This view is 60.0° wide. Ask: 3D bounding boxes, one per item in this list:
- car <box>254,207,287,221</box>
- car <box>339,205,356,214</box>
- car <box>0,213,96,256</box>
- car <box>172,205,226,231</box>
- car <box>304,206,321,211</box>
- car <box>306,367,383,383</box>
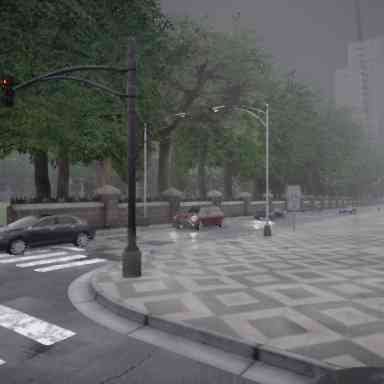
[{"bbox_3d":[8.427,2.270,35.285,2.033,1.411,5.357,0,-1,35],"label":"car"},{"bbox_3d":[24.865,2.778,53.091,2.033,1.411,5.357,0,-1,34],"label":"car"},{"bbox_3d":[-6.413,1.695,14.202,1.837,1.490,4.892,0,-1,35],"label":"car"},{"bbox_3d":[0.587,1.791,24.148,2.097,1.767,4.553,0,-1,35],"label":"car"},{"bbox_3d":[17.289,2.252,47.722,1.994,1.385,4.181,0,-1,35],"label":"car"},{"bbox_3d":[2.466,1.551,1.209,4.403,1.369,2.008,0,0,35],"label":"car"}]
